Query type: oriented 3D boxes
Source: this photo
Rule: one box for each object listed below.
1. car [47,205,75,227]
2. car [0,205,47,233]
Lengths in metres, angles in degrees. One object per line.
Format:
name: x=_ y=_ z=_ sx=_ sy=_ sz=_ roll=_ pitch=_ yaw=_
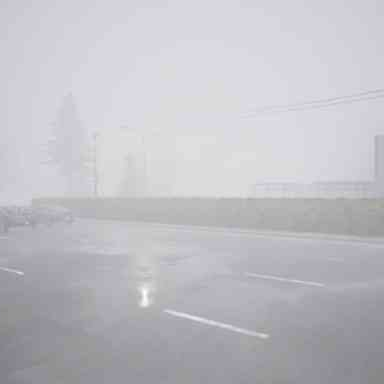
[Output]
car: x=-10.504 y=1.682 z=24.369 sx=4.674 sy=1.442 sz=1.812 roll=0 pitch=0 yaw=35
car: x=-11.643 y=1.641 z=20.900 sx=4.902 sy=1.511 sz=2.128 roll=0 pitch=0 yaw=36
